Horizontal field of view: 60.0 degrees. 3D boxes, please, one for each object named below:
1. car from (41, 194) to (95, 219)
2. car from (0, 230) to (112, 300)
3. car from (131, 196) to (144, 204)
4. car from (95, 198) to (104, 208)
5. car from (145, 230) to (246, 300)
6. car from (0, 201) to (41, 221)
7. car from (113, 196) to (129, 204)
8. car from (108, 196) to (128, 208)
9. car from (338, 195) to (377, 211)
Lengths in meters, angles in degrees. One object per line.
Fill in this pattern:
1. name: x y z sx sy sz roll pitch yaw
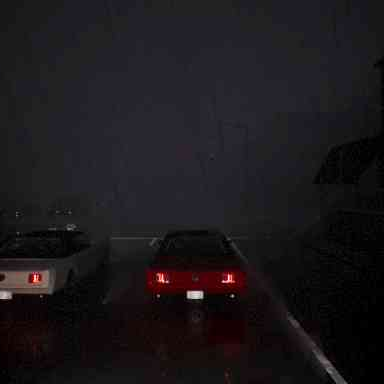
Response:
1. car: -10.605 1.222 28.999 2.150 2.045 5.566 0 0 0
2. car: -3.424 1.601 8.305 1.895 1.301 4.718 0 0 0
3. car: -10.545 1.525 64.426 1.812 1.442 4.674 0 0 0
4. car: -14.100 1.564 48.099 1.994 1.385 4.181 0 0 0
5. car: 0.077 1.601 8.323 1.895 1.301 4.718 0 0 0
6. car: -14.104 1.504 27.563 1.837 1.490 4.892 0 0 0
7. car: -14.030 1.493 65.818 2.128 1.511 4.902 0 0 0
8. car: -10.603 1.547 47.855 2.033 1.411 5.357 0 0 0
9. car: 14.158 1.057 28.512 4.181 1.385 1.994 -14 0 -1
